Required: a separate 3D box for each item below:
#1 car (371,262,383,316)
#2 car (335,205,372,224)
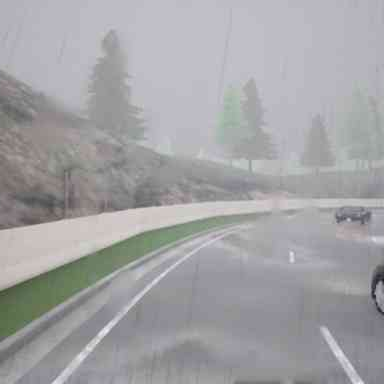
[{"bbox_3d":[4.211,1.532,4.532,1.837,1.490,4.892,0,0,6],"label":"car"},{"bbox_3d":[12.260,1.660,25.060,1.895,1.301,4.718,1,0,35],"label":"car"}]
